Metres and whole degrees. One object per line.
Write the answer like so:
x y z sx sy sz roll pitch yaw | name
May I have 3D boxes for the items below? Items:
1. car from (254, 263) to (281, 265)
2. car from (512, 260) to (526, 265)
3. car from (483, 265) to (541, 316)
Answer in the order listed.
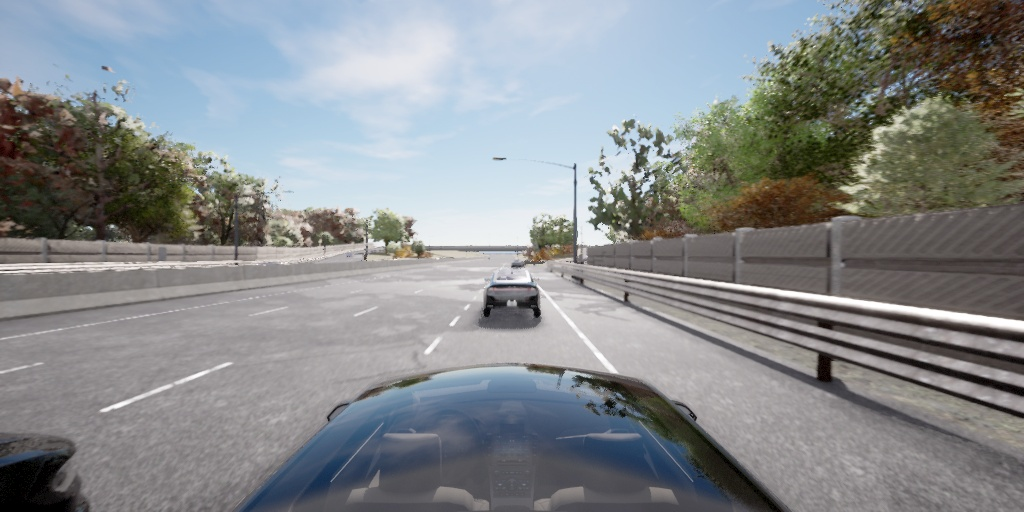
-21.090 1.299 30.717 2.033 1.411 5.357 0 0 0 | car
1.095 1.323 59.841 2.033 1.411 5.357 0 0 9 | car
-0.001 1.237 13.242 2.128 1.511 4.902 0 0 0 | car
